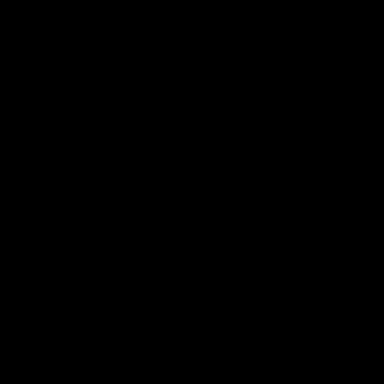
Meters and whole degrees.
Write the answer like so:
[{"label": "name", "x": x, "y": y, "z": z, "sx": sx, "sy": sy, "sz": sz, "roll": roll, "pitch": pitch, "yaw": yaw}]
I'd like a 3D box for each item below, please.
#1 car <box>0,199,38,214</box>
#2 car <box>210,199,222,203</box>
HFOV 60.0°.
[{"label": "car", "x": -25.864, "y": 2.008, "z": 49.216, "sx": 2.150, "sy": 2.045, "sz": 5.566, "roll": -2, "pitch": -2, "yaw": 36}, {"label": "car", "x": 6.579, "y": 2.602, "z": 94.300, "sx": 2.097, "sy": 1.767, "sz": 4.553, "roll": -2, "pitch": -2, "yaw": 36}]
